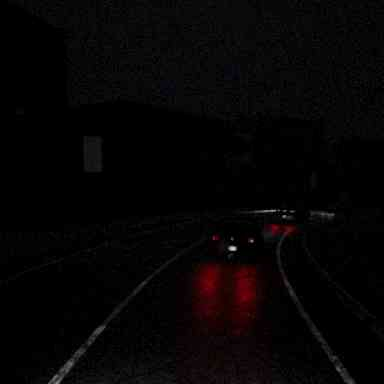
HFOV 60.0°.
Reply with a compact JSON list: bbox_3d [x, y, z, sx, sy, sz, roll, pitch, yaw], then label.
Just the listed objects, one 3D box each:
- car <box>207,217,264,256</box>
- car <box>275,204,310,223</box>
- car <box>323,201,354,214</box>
[{"bbox_3d":[1.958,1.661,13.583,1.895,1.301,4.718,1,0,14],"label":"car"},{"bbox_3d":[8.565,1.738,28.050,2.128,1.511,4.902,3,1,33],"label":"car"},{"bbox_3d":[19.506,2.009,44.254,4.902,1.511,2.128,2,2,-33],"label":"car"}]
